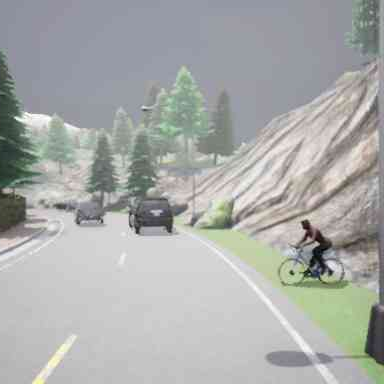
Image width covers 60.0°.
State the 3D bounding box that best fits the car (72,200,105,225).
[{"bbox_3d":[-7.591,1.444,24.513,1.837,1.490,4.892,0,0,-21],"label":"car"}]

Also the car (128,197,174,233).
[{"bbox_3d":[-2.648,1.321,20.525,2.150,2.045,5.566,0,0,-16],"label":"car"}]

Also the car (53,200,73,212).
[{"bbox_3d":[-16.043,1.743,42.907,4.902,1.511,2.128,-1,-1,38],"label":"car"}]

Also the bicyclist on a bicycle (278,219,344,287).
[{"bbox_3d":[2.880,1.475,8.015,1.656,1.620,0.582,0,0,-4],"label":"bicyclist on a bicycle"}]
